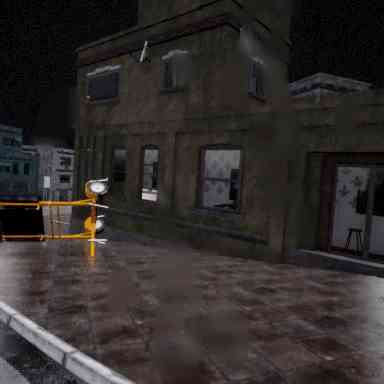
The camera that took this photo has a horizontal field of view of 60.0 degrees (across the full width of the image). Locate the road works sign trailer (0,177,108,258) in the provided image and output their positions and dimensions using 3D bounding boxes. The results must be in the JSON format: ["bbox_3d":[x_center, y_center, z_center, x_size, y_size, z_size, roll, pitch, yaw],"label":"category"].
[{"bbox_3d":[-4.861,1.155,11.776,3.560,2.380,2.880,2,43,-17],"label":"road works sign trailer"}]
